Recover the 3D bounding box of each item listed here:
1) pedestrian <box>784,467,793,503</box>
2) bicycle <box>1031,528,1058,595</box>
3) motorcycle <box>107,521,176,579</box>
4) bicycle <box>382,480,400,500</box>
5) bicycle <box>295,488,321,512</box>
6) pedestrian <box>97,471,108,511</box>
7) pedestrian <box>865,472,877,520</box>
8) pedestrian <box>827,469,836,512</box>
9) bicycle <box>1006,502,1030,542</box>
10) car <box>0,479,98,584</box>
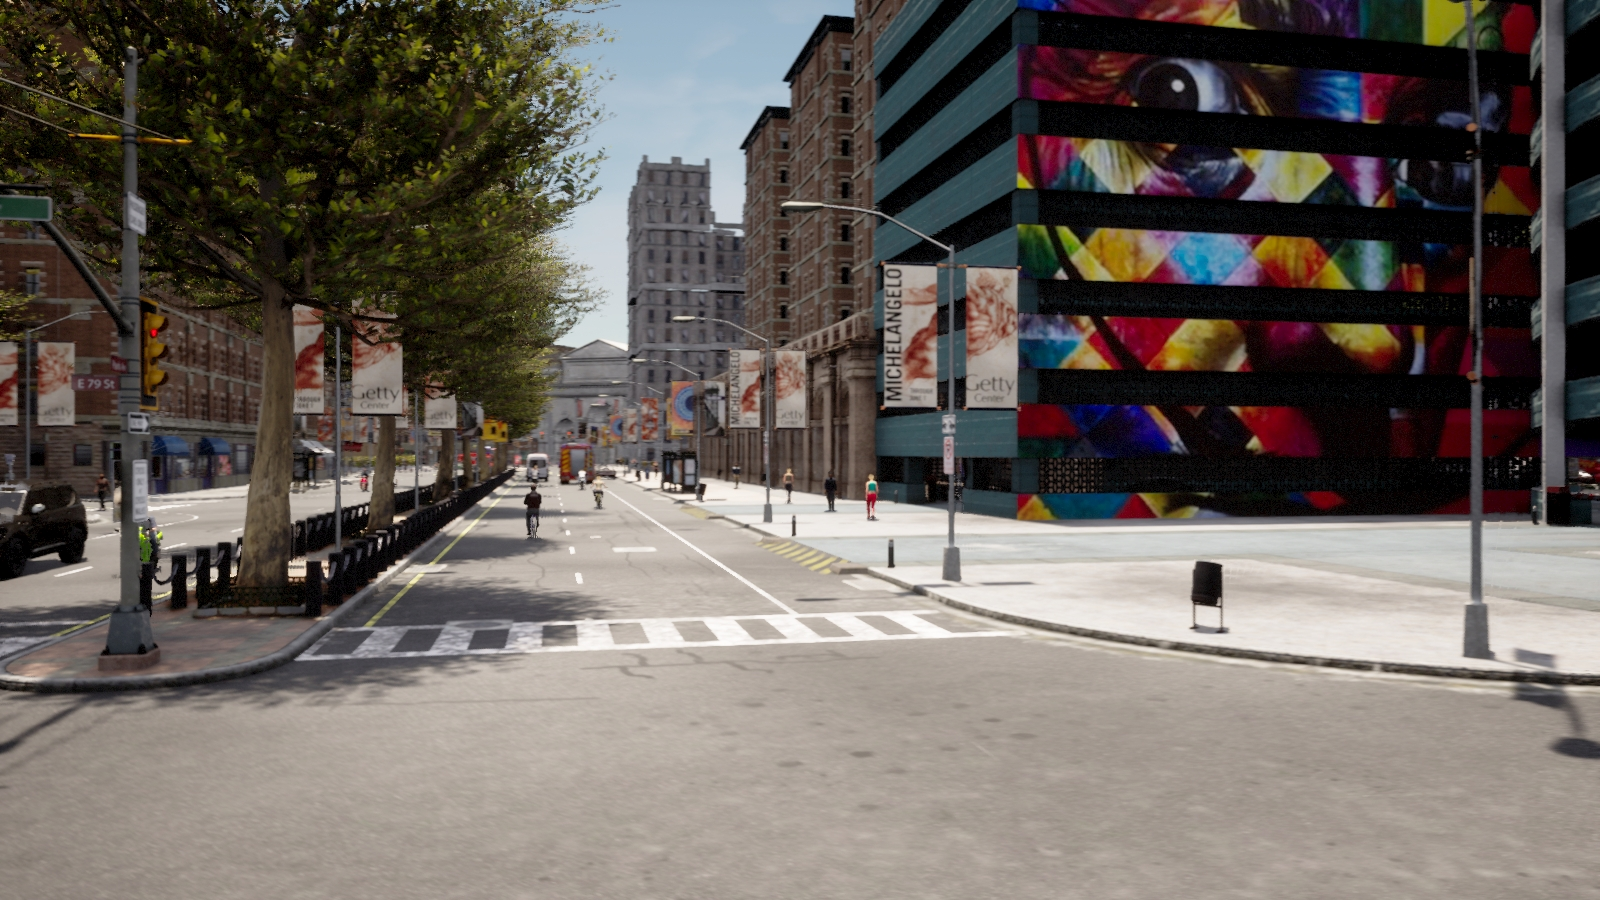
[{"bbox_3d":[-0.578,1.791,58.450,0.375,1.860,0.375,0,0,8],"label":"pedestrian"},{"bbox_3d":[4.996,2.245,23.322,0.373,1.196,1.643,0,0,18],"label":"bicycle"},{"bbox_3d":[-15.051,2.253,26.168,0.803,1.145,2.033,0,0,-12],"label":"motorcycle"},{"bbox_3d":[-24.129,2.360,67.434,0.859,1.080,1.487,0,0,-13],"label":"bicycle"},{"bbox_3d":[-23.136,2.339,53.756,0.859,1.080,1.487,0,0,-13],"label":"bicycle"},{"bbox_3d":[-32.590,1.928,53.389,0.375,1.860,0.375,0,0,-17],"label":"pedestrian"},{"bbox_3d":[2.749,1.768,44.185,0.375,1.860,0.375,0,0,-8],"label":"pedestrian"},{"bbox_3d":[1.385,1.778,50.068,0.375,1.860,0.375,0,0,-6],"label":"pedestrian"},{"bbox_3d":[6.927,2.271,36.364,0.329,1.171,1.835,0,0,-3],"label":"bicycle"},{"bbox_3d":[-18.789,1.812,26.899,2.150,2.045,5.566,0,1,-12],"label":"car"}]
